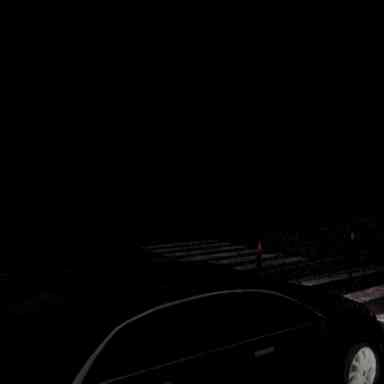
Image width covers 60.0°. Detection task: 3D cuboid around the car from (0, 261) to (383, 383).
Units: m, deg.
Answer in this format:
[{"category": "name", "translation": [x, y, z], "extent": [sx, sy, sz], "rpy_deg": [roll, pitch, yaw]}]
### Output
[{"category": "car", "translation": [0.063, 1.508, 3.393], "extent": [4.892, 1.490, 1.837], "rpy_deg": [0, 0, -34]}]
